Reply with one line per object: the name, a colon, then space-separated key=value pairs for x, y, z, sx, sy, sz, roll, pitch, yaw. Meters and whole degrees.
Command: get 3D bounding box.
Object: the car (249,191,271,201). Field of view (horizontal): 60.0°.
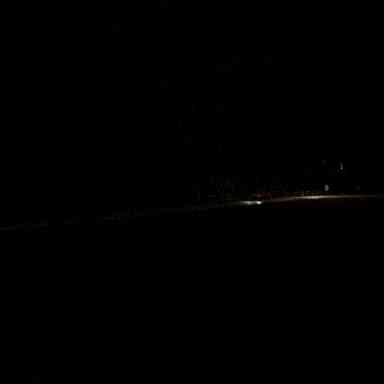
car: x=10.744 y=0.626 z=52.253 sx=1.882 sy=1.535 sz=5.008 roll=-2 pitch=0 yaw=36
